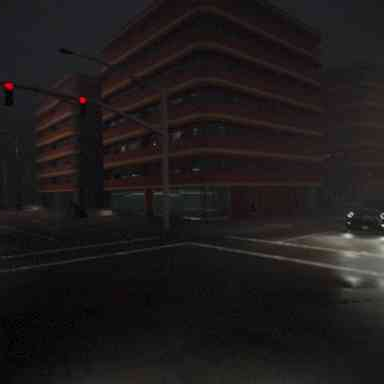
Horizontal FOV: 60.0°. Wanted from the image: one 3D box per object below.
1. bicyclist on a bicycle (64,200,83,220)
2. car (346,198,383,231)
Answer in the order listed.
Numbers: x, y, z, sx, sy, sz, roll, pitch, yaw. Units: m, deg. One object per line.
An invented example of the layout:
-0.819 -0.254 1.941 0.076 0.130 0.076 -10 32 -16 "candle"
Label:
-9.809 1.488 27.482 1.656 1.620 0.582 -2 0 -42 "bicyclist on a bicycle"
10.006 1.107 17.529 4.553 1.767 2.097 -1 0 -41 "car"
